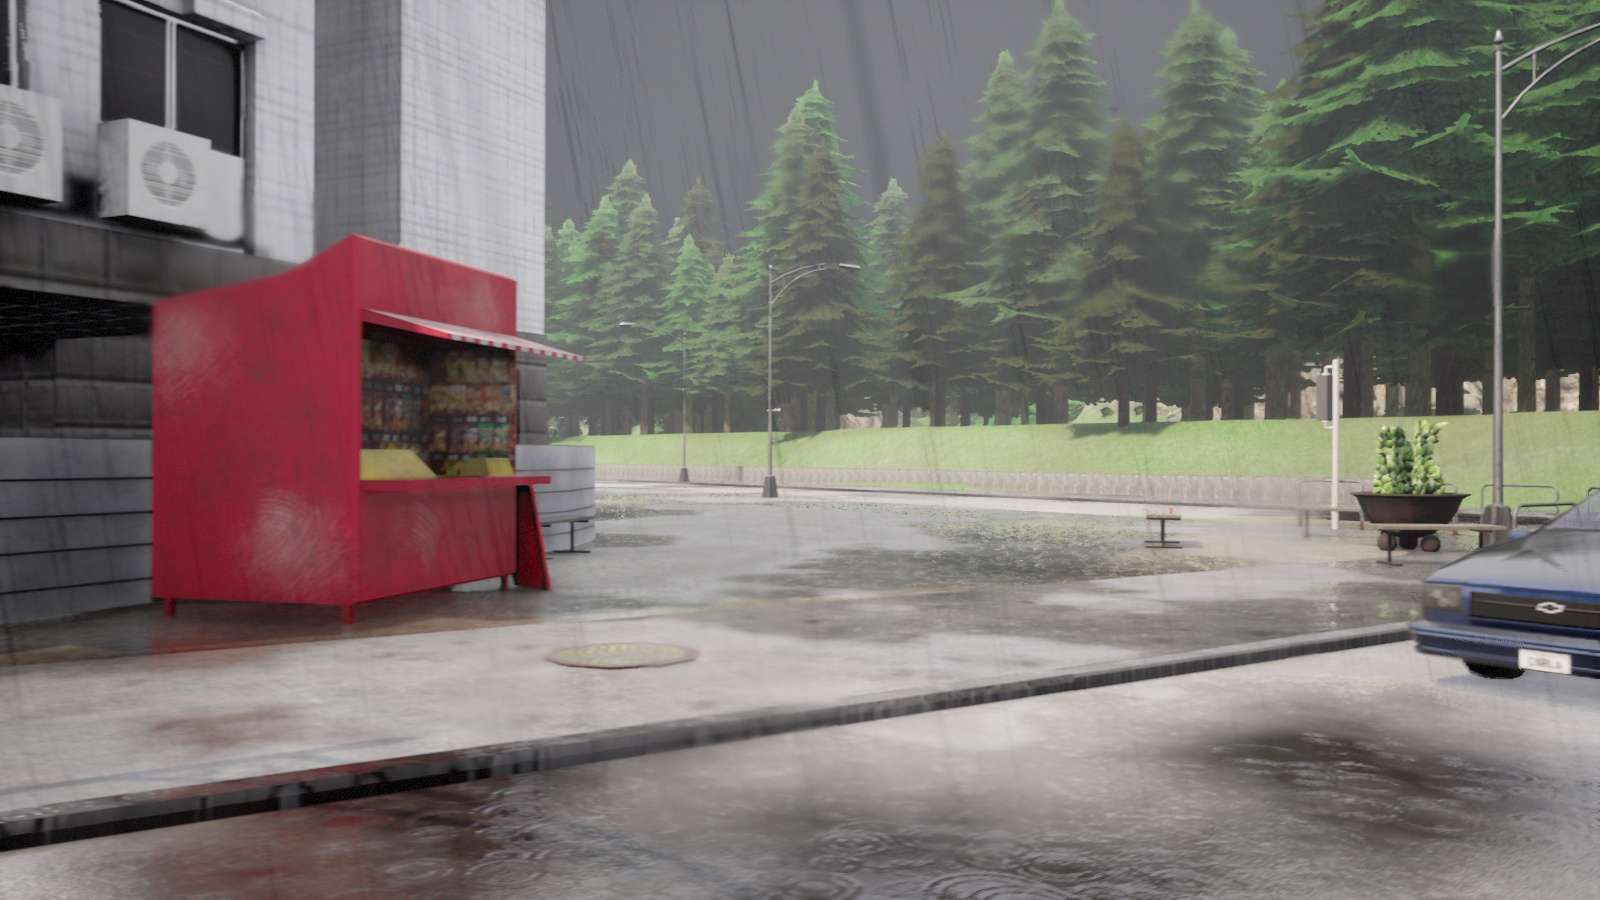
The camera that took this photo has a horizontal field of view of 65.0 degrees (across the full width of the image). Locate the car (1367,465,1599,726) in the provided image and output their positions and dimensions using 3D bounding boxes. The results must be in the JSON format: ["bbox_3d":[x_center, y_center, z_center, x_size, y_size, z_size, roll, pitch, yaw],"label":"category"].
[{"bbox_3d":[6.419,0.816,8.700,5.357,1.411,2.033,0,0,-34],"label":"car"}]
